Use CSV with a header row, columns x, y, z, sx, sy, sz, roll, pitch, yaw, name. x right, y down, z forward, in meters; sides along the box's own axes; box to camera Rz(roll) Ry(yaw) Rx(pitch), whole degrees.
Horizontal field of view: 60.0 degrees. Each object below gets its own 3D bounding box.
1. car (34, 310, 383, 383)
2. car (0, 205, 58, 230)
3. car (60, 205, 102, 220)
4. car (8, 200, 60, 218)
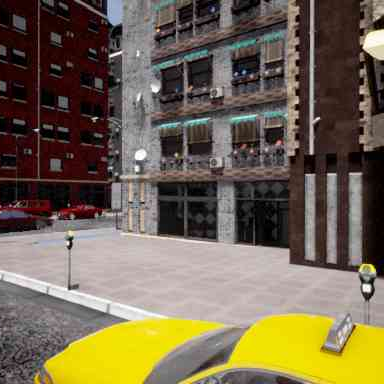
x,y,z,sx,sy,sz,roll,pitch,yaw,name
0.754,1.525,2.338,4.829,1.417,1.752,0,0,36,car
-11.587,1.776,20.908,2.033,1.411,5.357,0,-1,33,car
-10.840,1.923,32.274,1.887,1.381,4.507,-1,-2,35,car
-14.136,1.590,27.635,2.192,1.841,5.009,-1,-2,35,car
